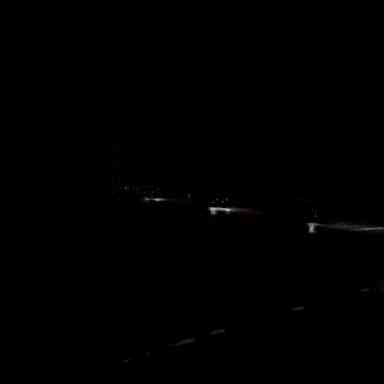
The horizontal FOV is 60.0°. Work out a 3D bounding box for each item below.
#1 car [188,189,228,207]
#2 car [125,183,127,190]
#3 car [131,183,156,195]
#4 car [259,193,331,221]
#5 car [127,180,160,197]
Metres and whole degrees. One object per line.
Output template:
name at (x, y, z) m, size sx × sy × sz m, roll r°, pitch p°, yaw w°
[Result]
car at (1.394, 0.482, 30.276) m, size 1.837 × 1.490 × 4.892 m, roll 2°, pitch 2°, yaw -30°
car at (-13.049, -0.971, 61.215) m, size 2.128 × 1.511 × 4.902 m, roll 2°, pitch 2°, yaw -30°
car at (-7.677, -0.494, 52.069) m, size 2.128 × 1.511 × 4.902 m, roll 2°, pitch 2°, yaw -30°
car at (6.529, 0.899, 21.551) m, size 1.882 × 1.535 × 5.008 m, roll 2°, pitch 2°, yaw -31°
car at (-6.167, -0.463, 43.220) m, size 2.150 × 2.045 × 5.566 m, roll 2°, pitch 2°, yaw -30°
